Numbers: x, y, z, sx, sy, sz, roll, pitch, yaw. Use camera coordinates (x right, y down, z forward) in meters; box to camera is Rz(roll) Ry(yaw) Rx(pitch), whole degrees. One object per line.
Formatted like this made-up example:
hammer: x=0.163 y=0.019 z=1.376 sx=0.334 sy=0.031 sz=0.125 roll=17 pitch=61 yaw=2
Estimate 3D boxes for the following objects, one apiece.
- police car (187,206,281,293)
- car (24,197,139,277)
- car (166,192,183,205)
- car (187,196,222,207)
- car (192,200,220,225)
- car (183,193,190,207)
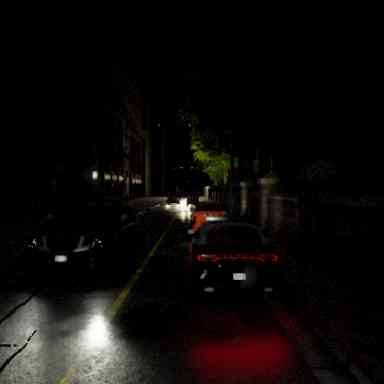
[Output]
police car: x=0.918 y=1.413 z=8.961 sx=1.930 sy=1.638 sz=5.238 roll=0 pitch=0 yaw=0
car: x=-3.078 y=1.205 z=10.577 sx=2.150 sy=2.045 sz=5.566 roll=0 pitch=0 yaw=0
car: x=-2.973 y=1.132 z=53.046 sx=2.097 sy=1.767 sz=4.553 roll=0 pitch=1 yaw=0
car: x=0.939 y=1.314 z=18.821 sx=2.097 sy=1.767 sz=4.553 roll=0 pitch=0 yaw=0
car: x=0.952 y=1.448 z=24.852 sx=1.837 sy=1.490 sz=4.892 roll=0 pitch=0 yaw=0
car: x=0.126 y=1.316 z=47.818 sx=2.128 sy=1.511 sz=4.902 roll=0 pitch=0 yaw=1
